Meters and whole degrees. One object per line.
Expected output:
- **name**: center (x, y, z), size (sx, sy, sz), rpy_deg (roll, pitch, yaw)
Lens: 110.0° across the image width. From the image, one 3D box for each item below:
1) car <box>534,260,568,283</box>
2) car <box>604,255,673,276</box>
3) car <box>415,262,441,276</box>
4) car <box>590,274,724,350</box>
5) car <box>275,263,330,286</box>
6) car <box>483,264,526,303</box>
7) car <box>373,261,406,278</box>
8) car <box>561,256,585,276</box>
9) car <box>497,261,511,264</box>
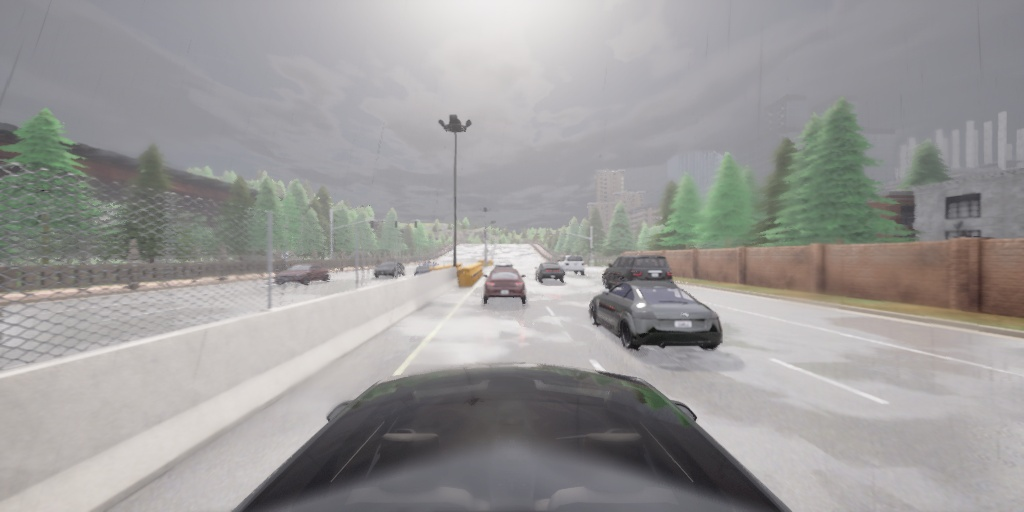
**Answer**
- **car**: center (2.880, 1.257, 28.244), size (1.837, 1.490, 4.892), rpy_deg (0, 0, -1)
- **car**: center (6.592, 0.978, 19.313), size (2.150, 2.045, 5.566), rpy_deg (0, 0, -1)
- **car**: center (-7.875, 1.289, 34.582), size (2.033, 1.411, 5.357), rpy_deg (0, 0, -1)
- **car**: center (3.337, 1.317, 9.091), size (1.994, 1.385, 4.181), rpy_deg (0, 0, -1)
- **car**: center (-14.736, 1.260, 25.563), size (1.812, 1.442, 4.674), rpy_deg (0, 0, -1)
- **car**: center (-0.341, 1.275, 16.535), size (1.812, 1.442, 4.674), rpy_deg (0, 0, -1)
- **car**: center (-11.362, 1.247, 33.653), size (1.837, 1.490, 4.892), rpy_deg (0, 0, -1)
- **car**: center (6.156, 0.976, 37.698), size (2.150, 2.045, 5.566), rpy_deg (0, 0, -1)
- **car**: center (-0.767, 1.239, 34.377), size (2.128, 1.511, 4.902), rpy_deg (0, 0, -1)
